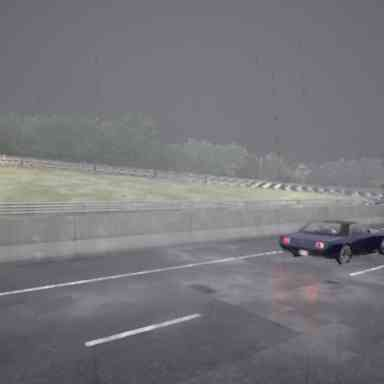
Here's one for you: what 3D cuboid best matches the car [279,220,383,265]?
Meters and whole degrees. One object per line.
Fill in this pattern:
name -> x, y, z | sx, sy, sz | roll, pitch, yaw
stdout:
car -> 5.277, 1.638, 11.831 | 4.718, 1.301, 1.895 | 0, 0, -38

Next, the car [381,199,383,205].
car -> 28.550, 1.658, 45.628 | 4.902, 1.511, 2.128 | 0, 0, -35

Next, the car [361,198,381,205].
car -> 26.529, 1.658, 48.482 | 4.902, 1.511, 2.128 | 0, 0, -35
